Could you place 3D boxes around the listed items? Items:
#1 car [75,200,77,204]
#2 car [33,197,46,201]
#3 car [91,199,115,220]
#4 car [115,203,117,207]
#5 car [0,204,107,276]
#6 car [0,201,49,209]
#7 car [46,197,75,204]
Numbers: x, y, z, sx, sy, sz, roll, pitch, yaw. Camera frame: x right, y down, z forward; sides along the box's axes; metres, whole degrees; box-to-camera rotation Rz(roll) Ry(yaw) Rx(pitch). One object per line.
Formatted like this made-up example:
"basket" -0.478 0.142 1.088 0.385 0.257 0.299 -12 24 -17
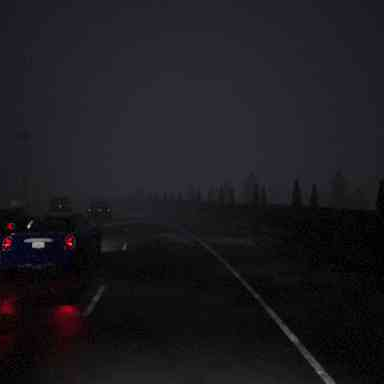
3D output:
"car" -25.161 1.925 68.090 1.812 1.442 4.674 0 -1 -42
"car" -36.401 2.012 79.579 4.892 1.490 1.837 0 -1 39
"car" -8.507 1.593 30.289 2.097 1.767 4.553 0 0 -17
"car" -13.731 1.879 53.777 1.801 1.575 5.366 0 0 -30
"car" -4.301 1.442 10.919 2.097 1.767 4.553 0 0 -6
"car" -8.474 1.484 15.391 2.097 1.767 4.553 0 0 -9
"car" -13.553 1.503 34.347 2.150 2.045 5.566 0 0 -21
